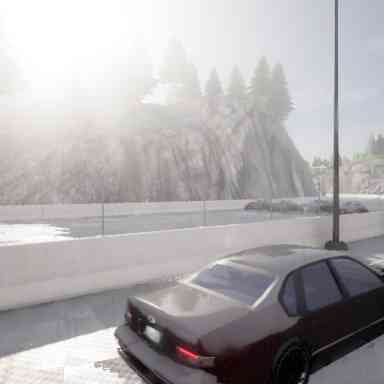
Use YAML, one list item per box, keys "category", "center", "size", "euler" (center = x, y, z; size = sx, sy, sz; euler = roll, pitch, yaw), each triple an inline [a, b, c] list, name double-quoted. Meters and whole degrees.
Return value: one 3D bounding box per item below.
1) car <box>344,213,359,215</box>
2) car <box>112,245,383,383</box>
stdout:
- category: "car"
  center: [14.545, 1.564, 30.594]
  size: [1.994, 1.385, 4.181]
  euler: [0, 0, 44]
- category: "car"
  center: [1.591, 1.547, 5.012]
  size: [5.357, 1.411, 2.033]
  euler: [0, 0, -37]
